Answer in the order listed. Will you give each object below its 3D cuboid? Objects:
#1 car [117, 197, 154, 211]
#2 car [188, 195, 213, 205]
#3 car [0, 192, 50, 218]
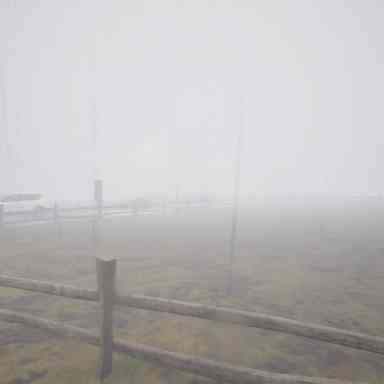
[{"bbox_3d":[-6.103,1.243,35.990,1.994,1.385,4.181,1,1,36],"label":"car"},{"bbox_3d":[1.151,1.097,46.019,1.994,1.385,4.181,1,1,36],"label":"car"},{"bbox_3d":[-13.745,1.048,25.358,2.150,2.045,5.566,1,2,35],"label":"car"}]
